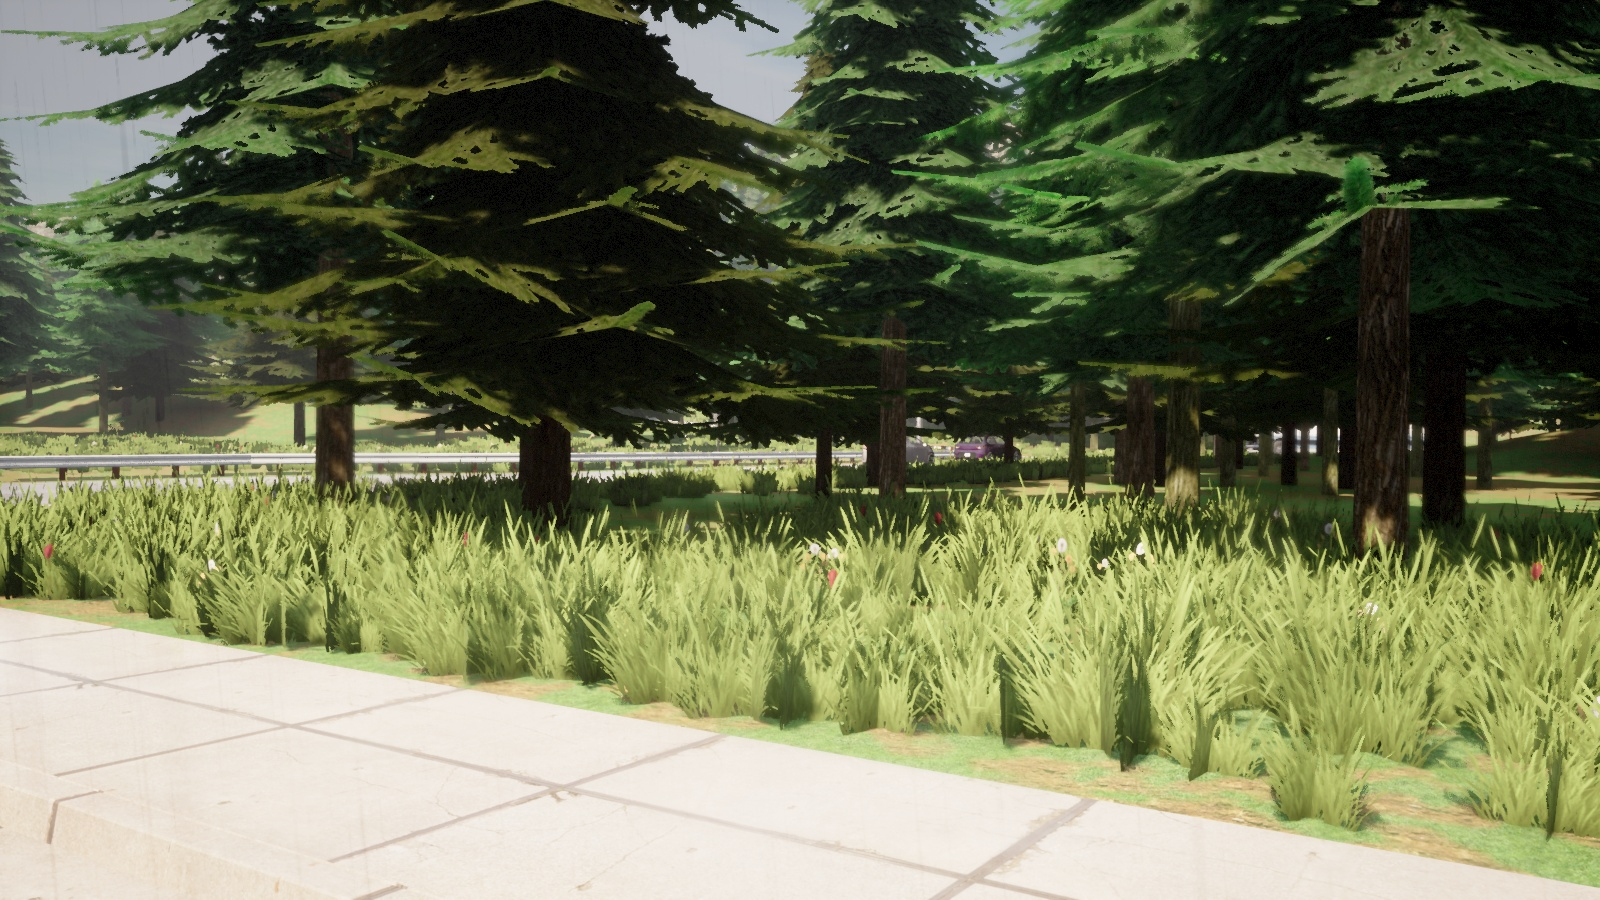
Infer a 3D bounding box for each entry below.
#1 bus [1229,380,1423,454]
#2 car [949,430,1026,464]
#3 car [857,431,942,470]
[{"bbox_3d":[32.311,-2.023,77.515,10.273,4.253,3.944,-1,1,5],"label":"bus"},{"bbox_3d":[8.648,-0.148,57.729,1.816,1.474,4.193,0,1,35],"label":"car"},{"bbox_3d":[4.080,-0.017,51.140,1.845,1.501,3.633,0,1,35],"label":"car"}]
